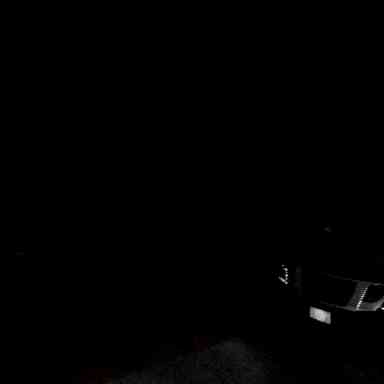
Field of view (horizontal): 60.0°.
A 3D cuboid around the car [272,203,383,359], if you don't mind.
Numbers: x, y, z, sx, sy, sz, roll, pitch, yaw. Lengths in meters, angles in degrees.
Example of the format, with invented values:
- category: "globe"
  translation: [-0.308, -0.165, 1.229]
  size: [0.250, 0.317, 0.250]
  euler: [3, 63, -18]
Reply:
- category: "car"
  translation: [3.880, 1.231, 5.874]
  size: [5.566, 2.045, 2.150]
  euler: [0, 0, -36]
